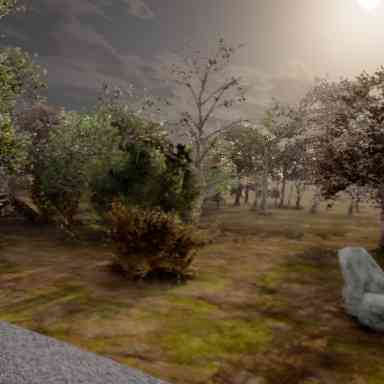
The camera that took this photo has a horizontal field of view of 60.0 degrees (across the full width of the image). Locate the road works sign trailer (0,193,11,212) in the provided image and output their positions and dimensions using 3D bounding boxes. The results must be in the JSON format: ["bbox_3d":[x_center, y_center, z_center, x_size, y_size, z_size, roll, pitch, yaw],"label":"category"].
[{"bbox_3d":[-8.812,1.095,13.627,2.880,2.380,3.560,46,-8,-8],"label":"road works sign trailer"}]
